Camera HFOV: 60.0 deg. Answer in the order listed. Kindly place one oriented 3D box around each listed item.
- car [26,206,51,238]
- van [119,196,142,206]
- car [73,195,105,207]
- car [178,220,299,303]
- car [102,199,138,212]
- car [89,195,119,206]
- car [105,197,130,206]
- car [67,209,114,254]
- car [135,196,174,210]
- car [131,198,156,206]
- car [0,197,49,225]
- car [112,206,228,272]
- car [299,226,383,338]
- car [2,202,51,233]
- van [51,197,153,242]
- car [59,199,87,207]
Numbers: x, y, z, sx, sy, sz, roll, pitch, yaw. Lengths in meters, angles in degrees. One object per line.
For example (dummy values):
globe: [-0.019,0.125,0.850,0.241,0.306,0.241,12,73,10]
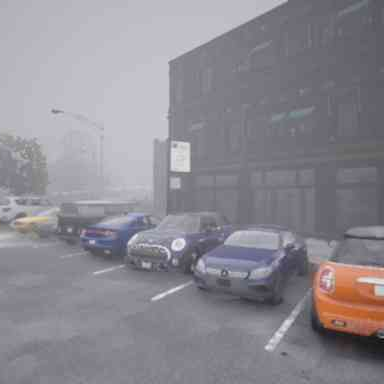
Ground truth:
car: [-6.000,1.648,17.857,2.002,1.452,4.674,1,-1,29]
van: [-12.591,1.802,68.108,4.442,1.987,1.878,-1,-1,28]
car: [-19.255,1.690,61.998,5.566,2.045,2.435,-1,-1,28]
car: [1.792,1.607,8.713,2.002,1.452,4.674,1,-1,30]
car: [-10.253,1.879,47.292,4.792,1.488,2.163,1,0,28]
car: [-16.952,1.718,64.014,5.566,2.045,2.435,-1,-2,28]
car: [-14.759,1.873,66.056,4.553,1.767,2.185,-1,-2,28]
car: [-2.112,1.587,13.284,2.097,1.535,5.008,0,-1,30]
car: [-5.848,1.655,51.259,5.566,2.045,2.435,1,0,28]
car: [-10.242,2.057,70.080,4.892,1.521,2.231,-1,-1,28]
car: [-11.862,1.389,24.733,2.435,2.045,5.566,0,-1,29]
car: [-0.132,1.452,11.027,2.185,1.767,4.553,1,-1,29]
car: [3.718,1.430,6.402,2.185,1.767,4.553,0,-1,30]
car: [-8.049,1.612,19.976,1.946,1.575,5.366,1,-1,29]
van: [-3.997,1.375,15.680,1.878,1.987,4.442,0,-1,29]
car: [-21.501,1.942,59.969,4.792,1.488,2.163,-1,-1,28]
